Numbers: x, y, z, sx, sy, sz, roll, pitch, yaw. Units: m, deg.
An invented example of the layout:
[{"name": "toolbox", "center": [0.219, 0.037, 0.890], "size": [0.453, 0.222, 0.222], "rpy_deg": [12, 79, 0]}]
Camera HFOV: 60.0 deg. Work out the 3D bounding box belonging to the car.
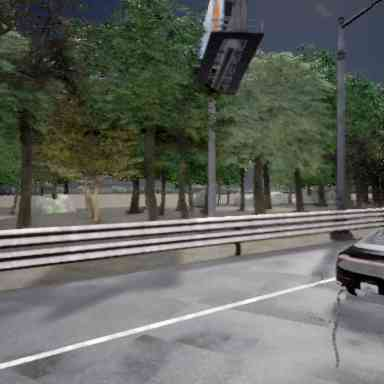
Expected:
[{"name": "car", "center": [5.130, 1.470, 7.236], "size": [4.902, 1.511, 2.128], "rpy_deg": [0, 0, -34]}]
